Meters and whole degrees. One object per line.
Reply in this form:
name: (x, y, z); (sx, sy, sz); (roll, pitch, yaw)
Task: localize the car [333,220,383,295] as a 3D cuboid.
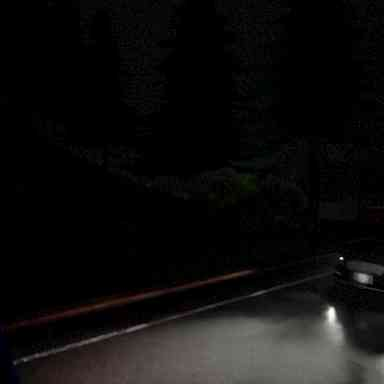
car: (5.231, 1.314, 7.692); (4.902, 1.511, 2.128); (-1, 1, -35)

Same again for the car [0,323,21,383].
car: (-3.430, 1.642, 1.536); (4.718, 1.301, 1.895); (-1, 1, -36)
